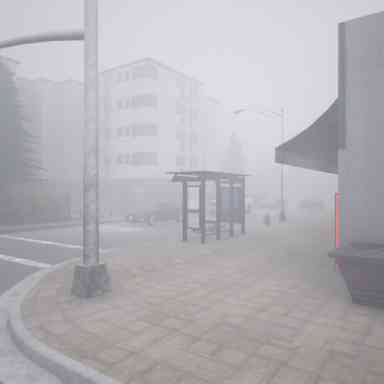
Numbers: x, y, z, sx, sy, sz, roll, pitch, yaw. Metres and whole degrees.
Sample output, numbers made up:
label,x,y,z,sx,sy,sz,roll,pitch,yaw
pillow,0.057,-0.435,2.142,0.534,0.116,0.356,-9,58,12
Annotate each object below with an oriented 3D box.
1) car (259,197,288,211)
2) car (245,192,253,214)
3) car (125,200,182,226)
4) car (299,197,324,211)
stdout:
label,x,y,z,sx,sy,sz,roll,pitch,yaw
car,9.521,1.301,38.562,1.882,1.535,5.008,0,0,36
car,3.578,1.045,30.347,2.150,2.045,5.566,0,0,36
car,-2.307,1.328,22.164,1.837,1.490,4.892,0,0,36
car,13.751,1.329,38.192,1.837,1.490,4.892,0,0,36
